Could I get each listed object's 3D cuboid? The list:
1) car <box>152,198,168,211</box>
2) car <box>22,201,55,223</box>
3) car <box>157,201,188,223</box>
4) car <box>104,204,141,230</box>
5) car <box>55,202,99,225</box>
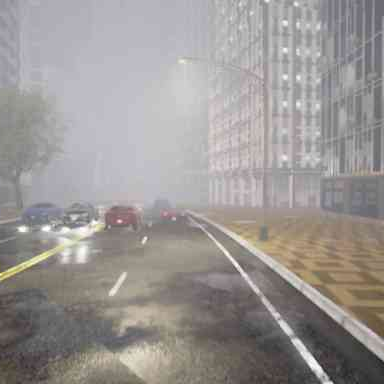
[{"bbox_3d":[-3.888,1.467,41.291,1.882,1.535,5.008,0,0,-10],"label":"car"},{"bbox_3d":[-11.506,1.508,25.927,1.882,1.535,5.008,0,0,-7],"label":"car"},{"bbox_3d":[-1.484,1.592,25.450,1.895,1.301,4.718,0,0,-7],"label":"car"},{"bbox_3d":[-4.296,1.481,21.088,1.882,1.535,5.008,0,0,-5],"label":"car"},{"bbox_3d":[-8.078,1.508,24.462,2.128,1.511,4.902,0,0,-6],"label":"car"}]
